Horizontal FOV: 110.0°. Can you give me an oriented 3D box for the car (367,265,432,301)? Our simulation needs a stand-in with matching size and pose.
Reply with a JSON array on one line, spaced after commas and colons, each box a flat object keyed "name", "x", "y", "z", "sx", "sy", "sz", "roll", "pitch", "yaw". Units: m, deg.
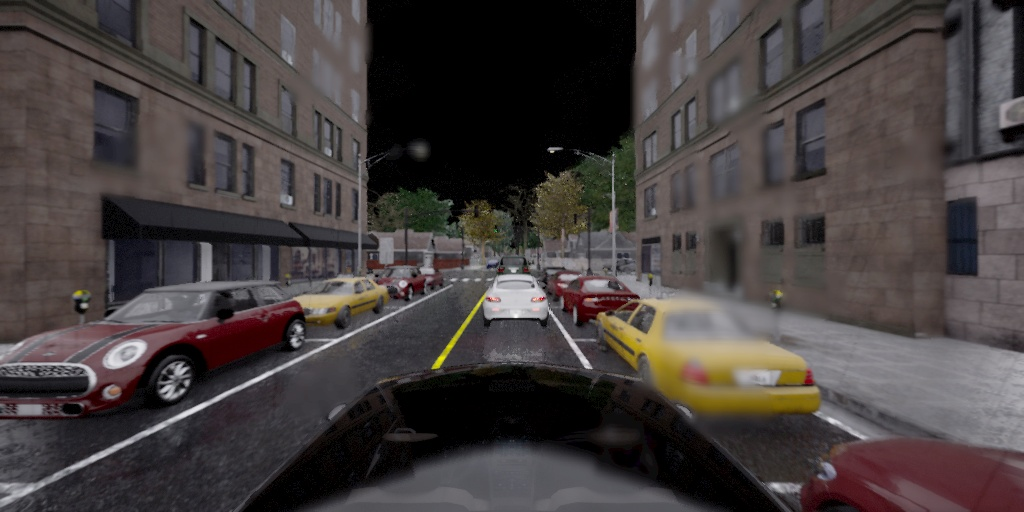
[{"name": "car", "x": -5.384, "y": 1.203, "z": 17.038, "sx": 1.967, "sy": 1.591, "sz": 4.097, "roll": 0, "pitch": 0, "yaw": 0}]

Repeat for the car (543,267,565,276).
[{"name": "car", "x": 2.641, "y": 1.346, "z": 17.038, "sx": 1.802, "sy": 1.307, "sz": 4.207, "roll": 0, "pitch": 0, "yaw": 0}]

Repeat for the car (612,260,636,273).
[{"name": "car", "x": 14.491, "y": 1.258, "z": 42.274, "sx": 4.181, "sy": 1.385, "sz": 1.994, "roll": 0, "pitch": 0, "yaw": 0}]

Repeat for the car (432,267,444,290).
[{"name": "car", "x": -5.382, "y": 1.351, "z": 22.557, "sx": 1.802, "sy": 1.307, "sz": 4.207, "roll": 0, "pitch": 0, "yaw": 0}]

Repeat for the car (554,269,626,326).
[{"name": "car", "x": 2.640, "y": 1.303, "z": 11.520, "sx": 1.888, "sy": 1.381, "sz": 4.507, "roll": 0, "pitch": 0, "yaw": 0}]

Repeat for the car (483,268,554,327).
[{"name": "car", "x": 0.101, "y": 1.284, "z": 11.500, "sx": 1.812, "sy": 1.442, "sz": 4.674, "roll": 0, "pitch": 0, "yaw": 0}]

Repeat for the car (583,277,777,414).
[{"name": "car", "x": 2.639, "y": 1.279, "z": 6.172, "sx": 1.751, "sy": 1.417, "sz": 4.829, "roll": 0, "pitch": 0, "yaw": 0}]

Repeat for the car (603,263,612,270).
[{"name": "car", "x": 13.988, "y": 1.204, "z": 45.515, "sx": 4.892, "sy": 1.490, "sz": 1.837, "roll": 0, "pitch": 0, "yaw": 1}]

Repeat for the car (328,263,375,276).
[{"name": "car", "x": -17.297, "y": 1.445, "z": 38.849, "sx": 4.181, "sy": 1.385, "sz": 1.994, "roll": 0, "pitch": 0, "yaw": 0}]

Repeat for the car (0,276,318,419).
[{"name": "car", "x": -5.387, "y": 1.193, "z": 6.000, "sx": 1.967, "sy": 1.591, "sz": 4.097, "roll": 0, "pitch": 0, "yaw": 0}]

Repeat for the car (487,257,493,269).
[{"name": "car", "x": -3.065, "y": 1.302, "z": 58.351, "sx": 1.882, "sy": 1.535, "sz": 5.008, "roll": 0, "pitch": 0, "yaw": 0}]

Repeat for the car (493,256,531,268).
[{"name": "car", "x": 0.103, "y": 0.992, "z": 24.034, "sx": 2.150, "sy": 2.045, "sz": 5.566, "roll": 0, "pitch": 0, "yaw": 0}]

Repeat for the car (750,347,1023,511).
[{"name": "car", "x": 2.637, "y": 1.331, "z": 0.483, "sx": 1.802, "sy": 1.307, "sz": 4.207, "roll": 0, "pitch": 0, "yaw": 0}]

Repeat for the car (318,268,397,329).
[{"name": "car", "x": -5.385, "y": 1.284, "z": 11.349, "sx": 1.751, "sy": 1.417, "sz": 4.829, "roll": 0, "pitch": 0, "yaw": 0}]
